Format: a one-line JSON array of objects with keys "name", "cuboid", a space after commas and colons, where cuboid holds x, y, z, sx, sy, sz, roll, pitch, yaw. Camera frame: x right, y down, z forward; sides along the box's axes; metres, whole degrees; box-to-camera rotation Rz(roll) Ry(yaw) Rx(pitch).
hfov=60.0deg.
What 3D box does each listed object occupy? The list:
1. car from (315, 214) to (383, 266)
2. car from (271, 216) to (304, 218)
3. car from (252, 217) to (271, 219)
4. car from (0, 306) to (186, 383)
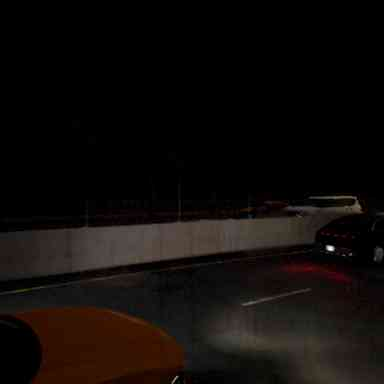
[{"name": "car", "cuboid": [6.486, 1.533, 11.659, 4.892, 1.490, 1.837, 0, 0, -29]}, {"name": "car", "cuboid": [7.979, 1.261, 20.537, 5.566, 2.045, 2.150, 0, 0, -25]}, {"name": "car", "cuboid": [5.334, 1.560, 23.095, 4.674, 1.442, 1.812, 0, 0, -26]}, {"name": "car", "cuboid": [-2.328, 1.472, 2.051, 5.008, 1.535, 1.882, 0, 0, -35]}]
